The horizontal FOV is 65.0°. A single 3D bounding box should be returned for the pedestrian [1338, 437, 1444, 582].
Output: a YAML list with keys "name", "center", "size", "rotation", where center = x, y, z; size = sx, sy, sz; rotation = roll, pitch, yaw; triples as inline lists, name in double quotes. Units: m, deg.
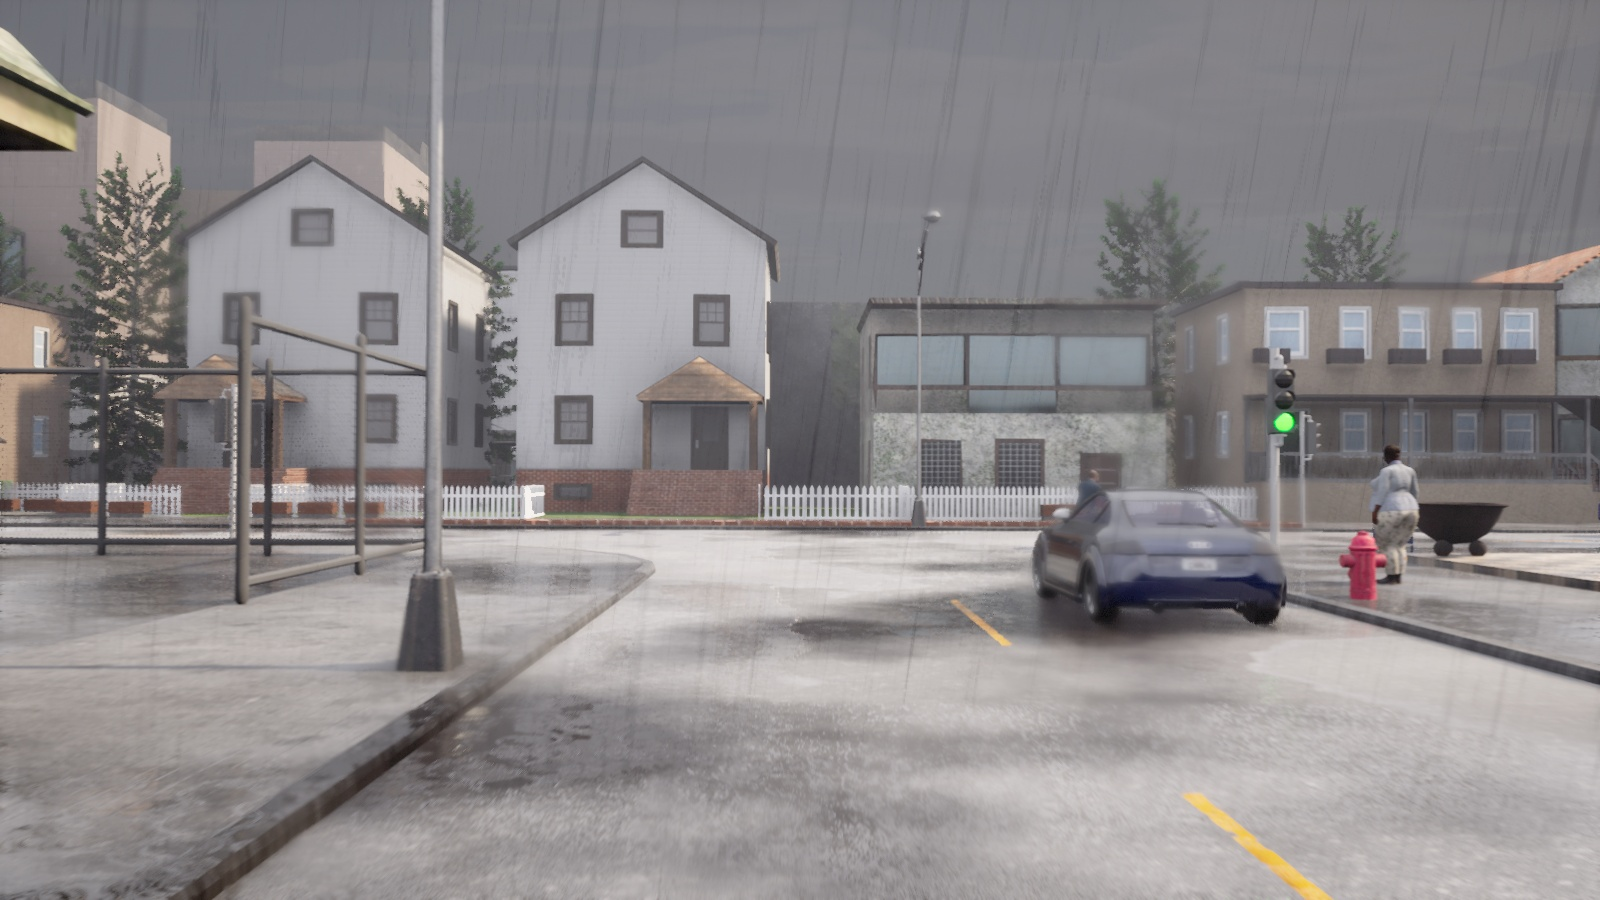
- name: "pedestrian"
  center: [7.804, 0.768, 16.601]
  size: [0.874, 1.855, 0.900]
  rotation: [0, -1, -22]

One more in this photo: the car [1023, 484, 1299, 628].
- name: "car"
  center: [3.959, 1.107, 14.573]
  size: [1.994, 1.385, 4.181]
  rotation: [0, -1, 0]
